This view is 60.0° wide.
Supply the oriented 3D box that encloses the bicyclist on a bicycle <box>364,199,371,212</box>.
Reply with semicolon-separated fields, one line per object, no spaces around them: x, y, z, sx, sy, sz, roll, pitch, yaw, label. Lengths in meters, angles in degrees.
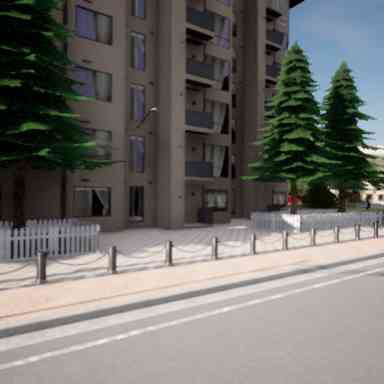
22.358;1.722;42.273;1.656;1.620;0.582;0;0;-35;bicyclist on a bicycle
